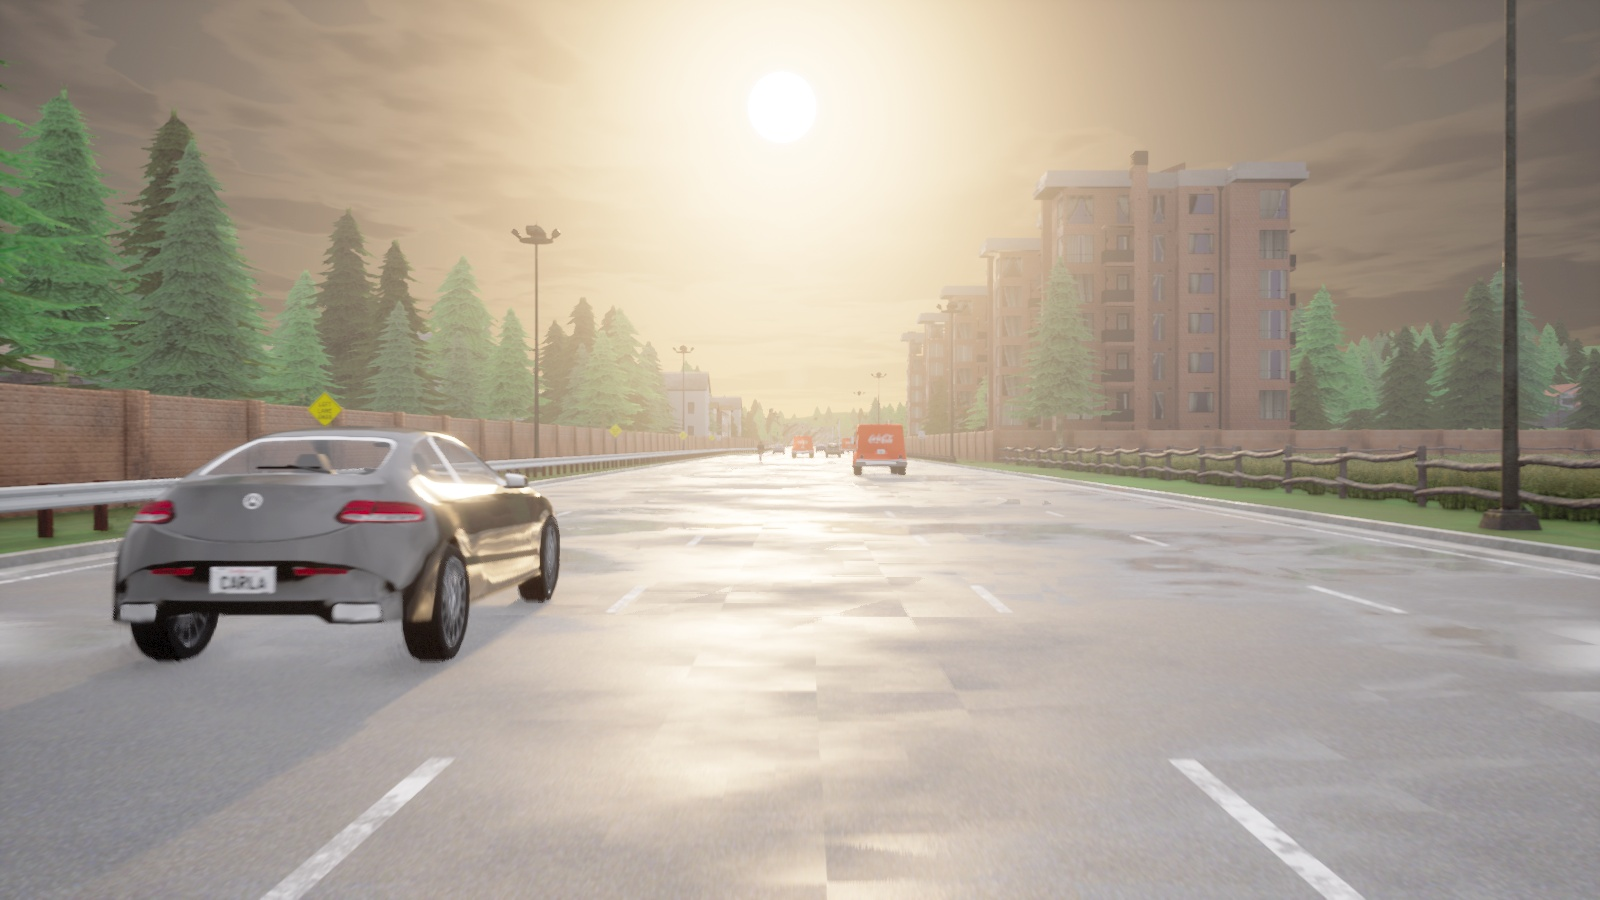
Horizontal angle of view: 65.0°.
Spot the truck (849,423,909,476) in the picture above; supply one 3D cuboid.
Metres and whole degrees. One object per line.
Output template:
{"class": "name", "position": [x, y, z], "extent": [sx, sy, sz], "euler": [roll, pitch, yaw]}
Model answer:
{"class": "truck", "position": [3.835, -0.023, 62.065], "extent": [2.627, 2.467, 5.204], "euler": [0, 0, 0]}

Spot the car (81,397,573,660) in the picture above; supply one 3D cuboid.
{"class": "car", "position": [-3.425, 0.476, 10.393], "extent": [2.152, 1.651, 5.027], "euler": [0, 0, 0]}
